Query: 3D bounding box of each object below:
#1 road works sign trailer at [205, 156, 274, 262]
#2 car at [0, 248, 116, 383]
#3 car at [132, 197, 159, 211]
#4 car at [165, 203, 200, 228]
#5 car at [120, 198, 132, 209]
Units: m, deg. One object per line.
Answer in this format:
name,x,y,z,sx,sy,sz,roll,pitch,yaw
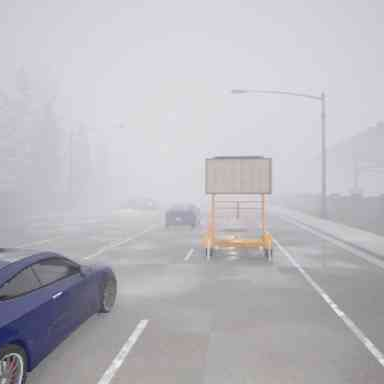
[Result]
road works sign trailer,1.706,0.483,12.346,2.380,3.560,2.880,0,0,7
car,-2.603,1.535,4.735,1.812,1.442,4.674,0,0,7
car,-5.561,1.420,41.783,2.097,1.767,4.553,0,0,6
car,-0.523,1.513,22.606,1.882,1.535,5.008,0,0,7
car,-8.546,1.569,46.549,2.128,1.511,4.902,0,0,6
